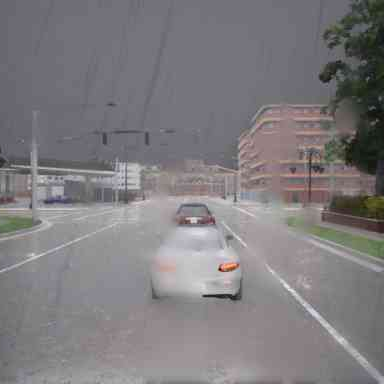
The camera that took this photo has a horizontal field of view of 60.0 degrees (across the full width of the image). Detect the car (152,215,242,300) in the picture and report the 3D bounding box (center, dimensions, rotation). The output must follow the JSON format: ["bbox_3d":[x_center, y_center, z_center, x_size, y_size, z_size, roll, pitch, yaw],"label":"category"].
[{"bbox_3d":[0.095,1.526,8.232,1.812,1.442,4.674,0,0,0],"label":"car"}]

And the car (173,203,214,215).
[{"bbox_3d":[0.081,1.352,17.225,2.097,1.767,4.553,0,0,0],"label":"car"}]

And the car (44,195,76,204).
[{"bbox_3d":[-23.380,1.295,57.957,4.611,1.667,2.242,0,0,1],"label":"car"}]
